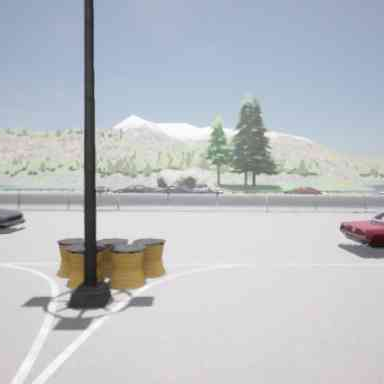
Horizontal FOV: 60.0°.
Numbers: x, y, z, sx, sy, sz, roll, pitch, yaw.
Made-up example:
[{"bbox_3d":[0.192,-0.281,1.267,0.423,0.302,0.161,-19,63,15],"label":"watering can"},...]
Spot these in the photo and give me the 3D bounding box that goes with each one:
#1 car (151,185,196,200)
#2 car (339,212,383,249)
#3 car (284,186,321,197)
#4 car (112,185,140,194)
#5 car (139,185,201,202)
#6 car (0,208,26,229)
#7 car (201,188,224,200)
[{"bbox_3d":[-1.936,0.012,35.274,4.674,1.442,1.812,0,3,-1],"label":"car"},{"bbox_3d":[7.497,1.284,10.778,4.718,1.301,1.895,0,3,-1],"label":"car"},{"bbox_3d":[12.930,-0.010,39.047,4.181,1.385,1.994,0,3,-1],"label":"car"},{"bbox_3d":[-6.543,-0.159,38.704,5.357,1.411,2.033,0,3,-1],"label":"car"},{"bbox_3d":[-1.833,0.334,28.282,4.674,1.442,1.812,0,3,-1],"label":"car"},{"bbox_3d":[-10.010,0.951,13.966,5.357,1.411,2.033,0,3,-1],"label":"car"},{"bbox_3d":[0.687,0.265,31.839,4.718,1.301,1.895,0,3,-1],"label":"car"}]
